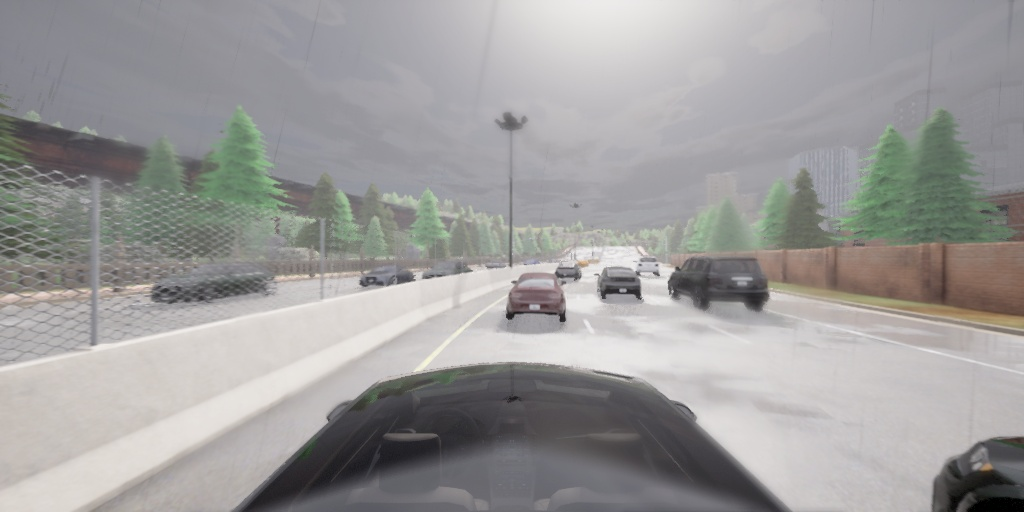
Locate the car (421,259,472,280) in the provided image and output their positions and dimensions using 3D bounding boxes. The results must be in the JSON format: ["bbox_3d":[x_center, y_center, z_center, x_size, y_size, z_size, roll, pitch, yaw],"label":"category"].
[{"bbox_3d":[-4.300,1.098,24.202,2.097,1.767,4.553,0,0,13],"label":"car"}]

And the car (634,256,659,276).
[{"bbox_3d":[14.467,1.067,38.554,2.150,2.045,5.566,0,0,17],"label":"car"}]

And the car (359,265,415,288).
[{"bbox_3d":[-8.034,1.291,23.405,1.994,1.385,4.181,0,0,12],"label":"car"}]

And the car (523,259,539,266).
[{"bbox_3d":[3.373,1.284,63.062,1.882,1.535,5.008,0,0,17],"label":"car"}]

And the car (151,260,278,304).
[{"bbox_3d":[-12.903,1.051,15.909,2.097,1.767,4.553,0,0,9],"label":"car"}]

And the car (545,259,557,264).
[{"bbox_3d":[7.185,1.317,63.586,2.128,1.511,4.902,0,0,17],"label":"car"}]

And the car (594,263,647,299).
[{"bbox_3d":[5.408,1.293,18.429,1.837,1.490,4.892,0,0,10],"label":"car"}]

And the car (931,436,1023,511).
[{"bbox_3d":[3.713,1.331,0.514,1.994,1.385,4.181,0,0,-1],"label":"car"}]

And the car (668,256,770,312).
[{"bbox_3d":[8.273,1.021,14.895,2.150,2.045,5.566,0,0,9],"label":"car"}]

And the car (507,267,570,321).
[{"bbox_3d":[0.923,1.285,12.517,1.812,1.442,4.674,0,0,7],"label":"car"}]

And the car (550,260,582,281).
[{"bbox_3d":[4.858,1.286,30.628,2.128,1.511,4.902,0,0,16],"label":"car"}]

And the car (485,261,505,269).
[{"bbox_3d":[-2.587,1.376,55.439,1.895,1.301,4.718,0,0,17],"label":"car"}]
